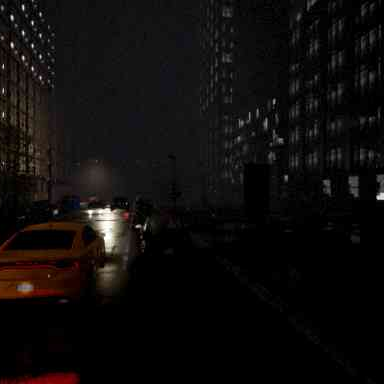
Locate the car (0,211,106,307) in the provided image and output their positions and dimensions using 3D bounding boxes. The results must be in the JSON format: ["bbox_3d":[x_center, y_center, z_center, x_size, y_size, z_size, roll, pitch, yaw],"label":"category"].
[{"bbox_3d":[-3.227,1.470,8.081,1.882,1.535,5.008,0,0,-10],"label":"car"}]

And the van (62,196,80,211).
[{"bbox_3d":[-14.122,1.296,38.553,1.690,1.788,3.998,0,0,-10],"label":"van"}]

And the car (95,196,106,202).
[{"bbox_3d":[-19.722,1.488,71.934,1.947,1.339,4.313,0,0,-10],"label":"car"}]

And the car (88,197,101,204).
[{"bbox_3d":[-17.854,1.515,60.808,1.802,1.307,4.206,0,0,-10],"label":"car"}]

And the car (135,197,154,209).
[{"bbox_3d":[-4.919,1.545,34.370,1.947,1.339,4.313,0,0,-10],"label":"car"}]

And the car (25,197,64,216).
[{"bbox_3d":[-12.253,1.405,27.426,1.967,1.590,4.097,0,0,-10],"label":"car"}]

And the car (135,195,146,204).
[{"bbox_3d":[-9.590,1.393,62.193,1.967,1.590,4.097,0,0,-10],"label":"car"}]

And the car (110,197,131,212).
[{"bbox_3d":[-8.322,1.321,38.770,2.097,1.767,4.553,0,0,-9],"label":"car"}]

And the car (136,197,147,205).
[{"bbox_3d":[-8.655,1.540,56.629,1.802,1.307,4.206,0,0,-10],"label":"car"}]

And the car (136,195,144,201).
[{"bbox_3d":[-12.391,1.501,78.889,1.947,1.339,4.313,0,0,-10],"label":"car"}]

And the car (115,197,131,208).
[{"bbox_3d":[-10.033,1.507,48.634,2.033,1.411,5.357,0,0,-9],"label":"car"}]

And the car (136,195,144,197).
[{"bbox_3d":[-7.721,1.530,51.064,1.947,1.339,4.313,0,0,-10],"label":"car"}]

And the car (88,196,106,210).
[{"bbox_3d":[-12.017,1.522,42.330,1.994,1.385,4.181,0,0,-10],"label":"car"}]

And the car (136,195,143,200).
[{"bbox_3d":[-14.259,1.468,90.018,1.887,1.381,4.507,0,0,-10],"label":"car"}]

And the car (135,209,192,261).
[{"bbox_3d":[-1.057,1.547,12.134,2.008,1.369,4.403,0,0,-10],"label":"car"}]
